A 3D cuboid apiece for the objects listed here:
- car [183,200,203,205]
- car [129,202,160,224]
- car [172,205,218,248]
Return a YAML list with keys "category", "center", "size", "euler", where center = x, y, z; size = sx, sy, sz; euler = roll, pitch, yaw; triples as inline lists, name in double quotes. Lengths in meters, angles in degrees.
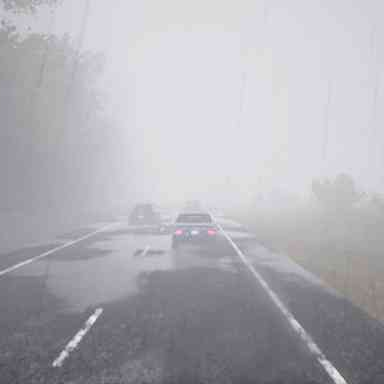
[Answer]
- category: "car"
  center: [0.097, 1.481, 32.588]
  size: [2.033, 1.411, 5.357]
  euler: [0, 0, 0]
- category: "car"
  center: [-3.401, 1.477, 24.473]
  size: [1.812, 1.442, 4.674]
  euler: [0, 0, 0]
- category: "car"
  center: [0.099, 1.520, 14.614]
  size: [2.033, 1.411, 5.357]
  euler: [0, 0, 0]
